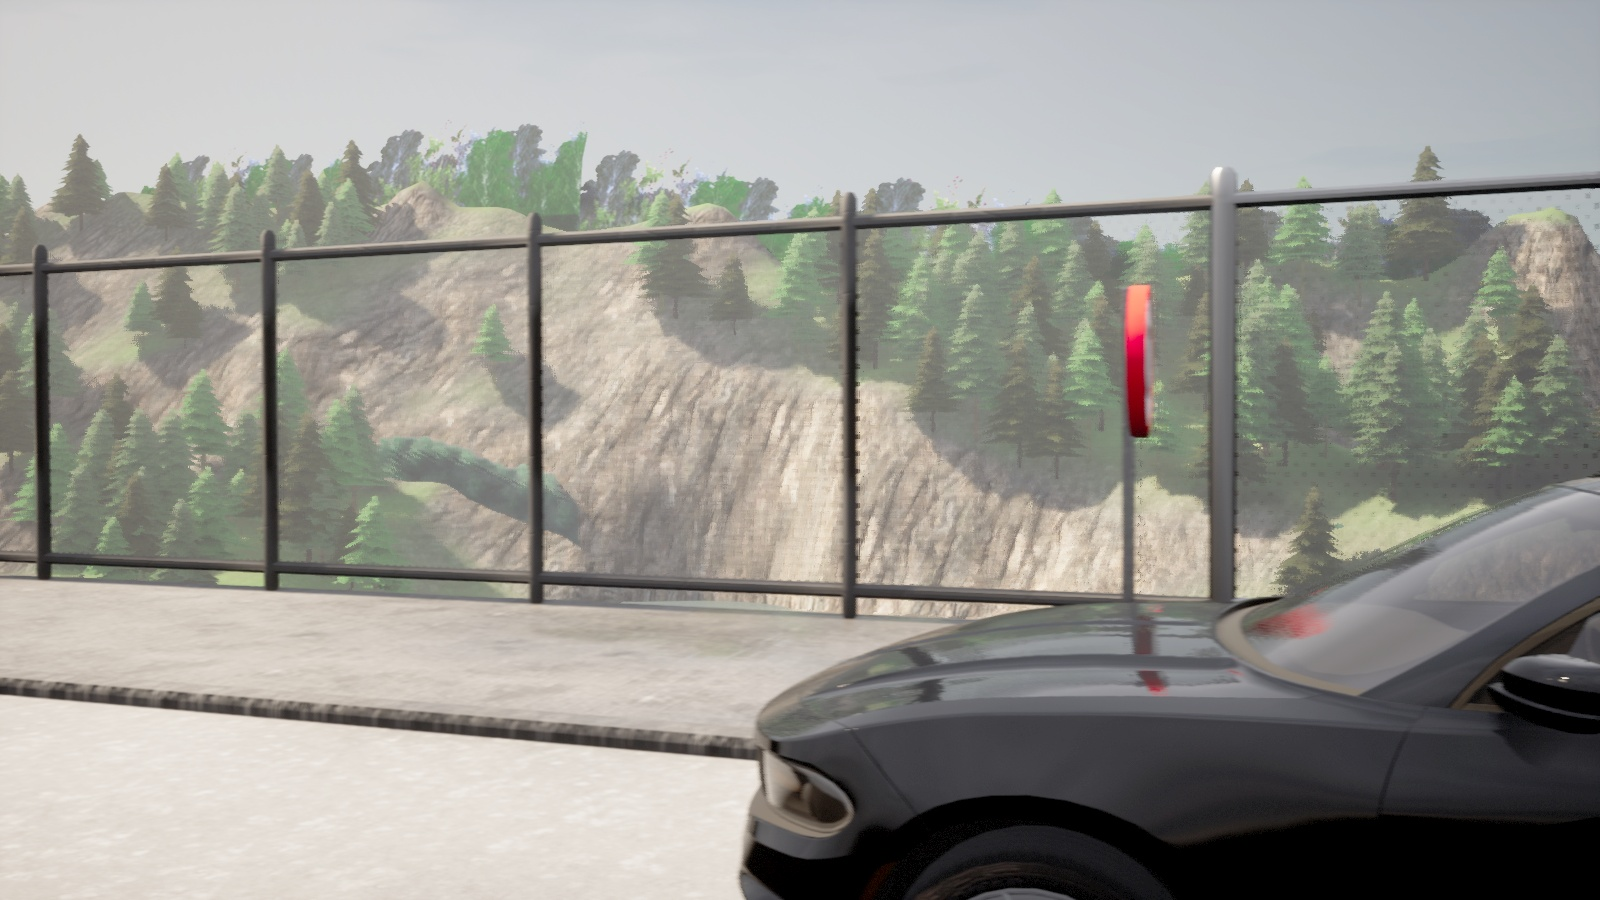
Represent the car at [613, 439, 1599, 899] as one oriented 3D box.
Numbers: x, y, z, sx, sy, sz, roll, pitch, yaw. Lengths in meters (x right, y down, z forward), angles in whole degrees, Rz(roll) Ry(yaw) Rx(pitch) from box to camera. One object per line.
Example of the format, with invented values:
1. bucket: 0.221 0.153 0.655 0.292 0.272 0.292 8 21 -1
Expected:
1. car: 2.248 0.766 2.963 5.008 1.535 1.882 1 1 19
